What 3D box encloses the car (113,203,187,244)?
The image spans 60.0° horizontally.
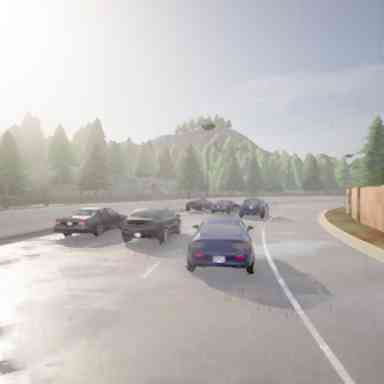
[{"bbox_3d":[-1.745,1.445,15.647,1.837,1.490,4.892,0,1,10],"label":"car"}]

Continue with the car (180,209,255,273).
[{"bbox_3d":[0.965,1.494,10.526,1.812,1.442,4.674,0,0,7],"label":"car"}]

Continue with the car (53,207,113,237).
[{"bbox_3d":[-5.023,1.465,17.413,2.033,1.411,5.357,0,0,11],"label":"car"}]

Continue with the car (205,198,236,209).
[{"bbox_3d":[3.388,1.450,33.445,2.033,1.411,5.357,0,0,22],"label":"car"}]

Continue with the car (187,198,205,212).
[{"bbox_3d":[0.860,1.386,36.312,1.837,1.490,4.892,0,0,22],"label":"car"}]

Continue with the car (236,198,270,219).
[{"bbox_3d":[5.502,1.280,28.989,2.097,1.767,4.553,0,0,19],"label":"car"}]
